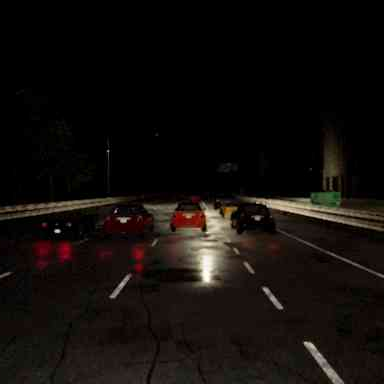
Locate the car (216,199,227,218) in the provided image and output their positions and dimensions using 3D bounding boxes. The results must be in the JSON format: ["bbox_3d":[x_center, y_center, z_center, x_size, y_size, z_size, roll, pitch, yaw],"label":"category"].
[{"bbox_3d":[3.583,1.510,31.178,1.801,1.575,5.366,0,0,0],"label":"car"}]

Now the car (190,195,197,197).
[{"bbox_3d":[0.390,1.470,59.839,1.812,1.442,4.674,0,0,1],"label":"car"}]

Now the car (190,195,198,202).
[{"bbox_3d":[0.491,1.411,74.935,1.812,1.442,4.674,0,0,1],"label":"car"}]

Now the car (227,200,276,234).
[{"bbox_3d":[3.529,1.447,19.986,2.097,1.767,4.553,0,0,0],"label":"car"}]

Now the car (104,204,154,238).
[{"bbox_3d":[-3.370,1.451,18.522,2.097,1.767,4.553,0,0,0],"label":"car"}]

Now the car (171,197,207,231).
[{"bbox_3d":[-0.149,1.443,21.382,2.097,1.767,4.553,0,0,1],"label":"car"}]

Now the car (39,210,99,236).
[{"bbox_3d":[-6.871,1.700,19.222,1.895,1.301,4.718,0,0,0],"label":"car"}]

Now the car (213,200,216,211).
[{"bbox_3d":[3.658,1.560,41.959,2.033,1.411,5.357,0,0,0],"label":"car"}]
